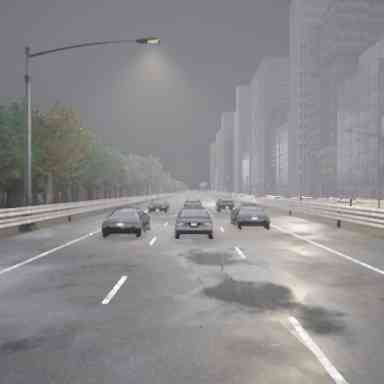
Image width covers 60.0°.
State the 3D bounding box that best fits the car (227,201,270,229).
[{"bbox_3d":[3.604,1.495,21.151,1.994,1.385,4.181,0,0,0],"label":"car"}]

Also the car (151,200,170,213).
[{"bbox_3d":[-3.393,1.492,35.112,1.895,1.301,4.718,0,0,0],"label":"car"}]

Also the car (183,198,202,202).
[{"bbox_3d":[0.107,1.378,36.289,2.128,1.511,4.902,0,0,0],"label":"car"}]

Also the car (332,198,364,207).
[{"bbox_3d":[22.301,1.558,48.020,2.033,1.411,5.357,0,0,-18],"label":"car"}]

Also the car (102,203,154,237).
[{"bbox_3d":[-3.398,1.505,17.760,1.994,1.385,4.181,0,0,0],"label":"car"}]

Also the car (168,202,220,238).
[{"bbox_3d":[0.103,1.491,17.241,2.033,1.411,5.357,0,0,0],"label":"car"}]

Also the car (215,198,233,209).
[{"bbox_3d":[3.606,1.389,36.436,1.837,1.490,4.892,0,-1,0],"label":"car"}]
